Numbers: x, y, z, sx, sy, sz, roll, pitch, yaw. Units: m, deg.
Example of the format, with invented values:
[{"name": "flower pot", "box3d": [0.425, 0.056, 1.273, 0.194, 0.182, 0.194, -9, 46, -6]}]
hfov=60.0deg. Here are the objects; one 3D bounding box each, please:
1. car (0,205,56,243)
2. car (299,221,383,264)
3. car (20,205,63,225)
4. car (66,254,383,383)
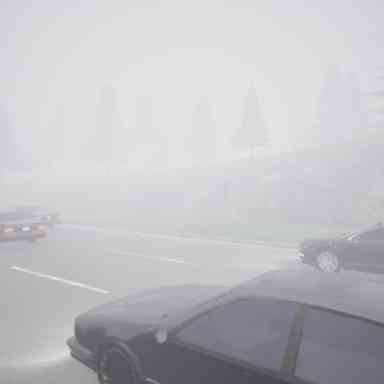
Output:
[{"name": "car", "box3d": [-8.461, 1.475, 14.423, 5.357, 1.411, 2.033, 0, 0, 37]}, {"name": "car", "box3d": [5.347, 1.504, 8.776, 4.892, 1.490, 1.837, 0, 0, 36]}, {"name": "car", "box3d": [-9.890, 1.455, 19.872, 5.357, 1.411, 2.033, 0, 0, 37]}, {"name": "car", "box3d": [1.084, 1.544, 3.218, 5.357, 1.411, 2.033, 0, 0, 36]}]
